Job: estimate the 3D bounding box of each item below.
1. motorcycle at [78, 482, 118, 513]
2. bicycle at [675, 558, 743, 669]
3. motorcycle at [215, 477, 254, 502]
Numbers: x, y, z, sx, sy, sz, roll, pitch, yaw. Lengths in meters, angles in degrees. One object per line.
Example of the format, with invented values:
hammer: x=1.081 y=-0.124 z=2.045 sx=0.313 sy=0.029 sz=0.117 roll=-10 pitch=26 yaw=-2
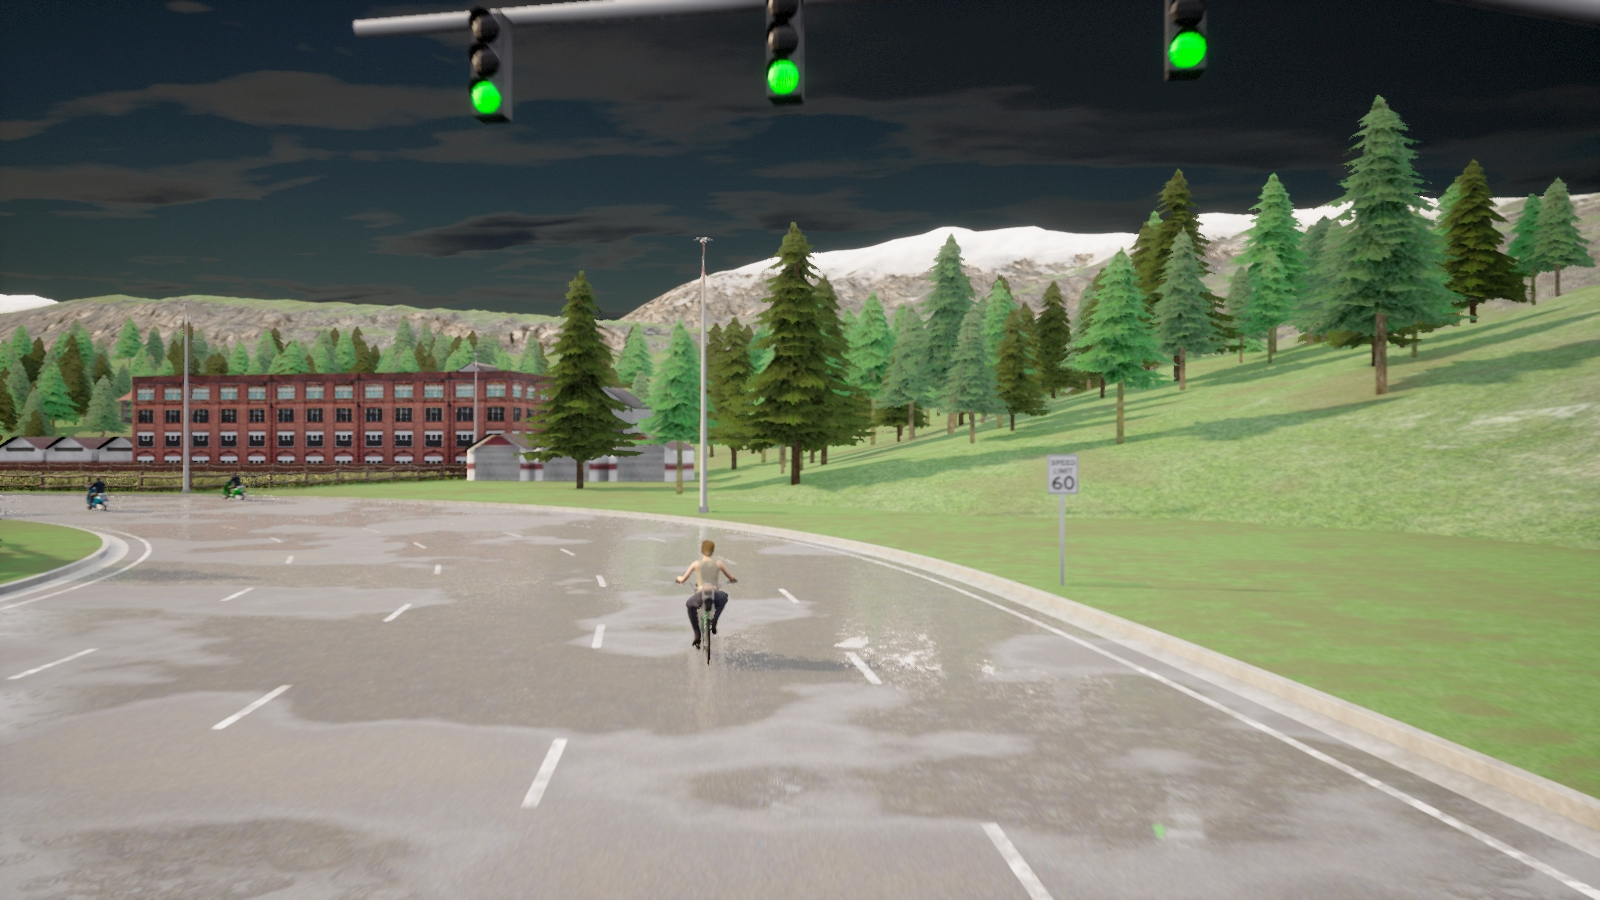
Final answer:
motorcycle: x=-32.031 y=2.153 z=52.095 sx=1.805 sy=1.316 sz=0.856 roll=0 pitch=0 yaw=33
bicycle: x=-1.251 y=2.160 z=15.371 sx=0.859 sy=1.276 sz=1.487 roll=0 pitch=0 yaw=-7
motorcycle: x=-31.062 y=2.153 z=62.754 sx=1.805 sy=1.316 sz=0.856 roll=0 pitch=2 yaw=22
